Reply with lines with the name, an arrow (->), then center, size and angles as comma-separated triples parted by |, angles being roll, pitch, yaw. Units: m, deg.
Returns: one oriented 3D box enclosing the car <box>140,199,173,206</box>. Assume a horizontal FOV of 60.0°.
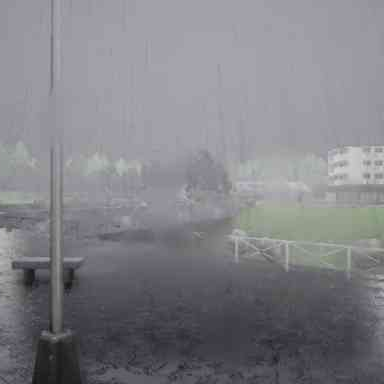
car -> -4.559, 1.613, 43.740 | 1.895, 1.301, 4.718 | 0, 0, 36
